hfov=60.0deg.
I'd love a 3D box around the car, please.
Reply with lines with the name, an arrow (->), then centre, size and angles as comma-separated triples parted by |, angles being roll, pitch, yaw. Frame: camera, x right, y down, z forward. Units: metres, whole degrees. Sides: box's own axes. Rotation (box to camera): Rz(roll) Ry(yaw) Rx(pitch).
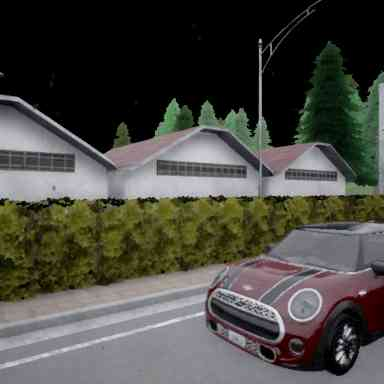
car -> 2.421, 1.351, 5.729 | 4.553, 1.767, 2.097 | 0, 0, -36
